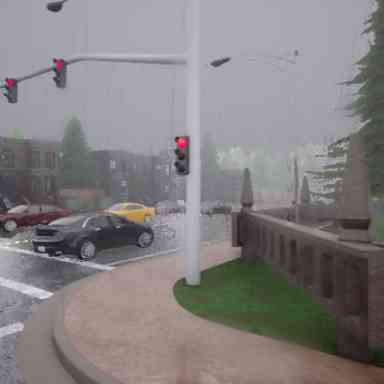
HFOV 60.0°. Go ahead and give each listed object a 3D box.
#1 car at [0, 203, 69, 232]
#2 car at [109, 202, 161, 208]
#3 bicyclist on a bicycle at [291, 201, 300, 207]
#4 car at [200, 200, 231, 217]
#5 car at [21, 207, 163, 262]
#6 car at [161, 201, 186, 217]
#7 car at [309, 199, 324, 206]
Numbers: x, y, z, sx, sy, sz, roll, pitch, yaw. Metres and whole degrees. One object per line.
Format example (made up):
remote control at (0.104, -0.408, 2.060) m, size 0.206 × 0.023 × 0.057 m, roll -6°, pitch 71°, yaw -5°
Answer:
car at (-10.200, 1.506, 20.939) m, size 1.882 × 1.535 × 5.008 m, roll 0°, pitch 0°, yaw 36°
car at (-4.686, 1.501, 22.640) m, size 1.882 × 1.535 × 5.008 m, roll 0°, pitch 0°, yaw 36°
bicyclist on a bicycle at (5.783, 1.309, 18.419) m, size 1.656 × 1.620 × 0.582 m, roll 0°, pitch 0°, yaw 35°
car at (1.947, 1.515, 31.883) m, size 2.128 × 1.511 × 4.902 m, roll 0°, pitch 0°, yaw 36°
car at (-3.406, 1.519, 12.422) m, size 1.837 × 1.490 × 4.892 m, roll -3°, pitch -2°, yaw 32°
car at (-2.406, 1.591, 31.834) m, size 1.994 × 1.385 × 4.181 m, roll 0°, pitch 0°, yaw 36°
car at (17.172, 1.619, 46.998) m, size 1.895 × 1.301 × 4.718 m, roll 0°, pitch 0°, yaw 36°
